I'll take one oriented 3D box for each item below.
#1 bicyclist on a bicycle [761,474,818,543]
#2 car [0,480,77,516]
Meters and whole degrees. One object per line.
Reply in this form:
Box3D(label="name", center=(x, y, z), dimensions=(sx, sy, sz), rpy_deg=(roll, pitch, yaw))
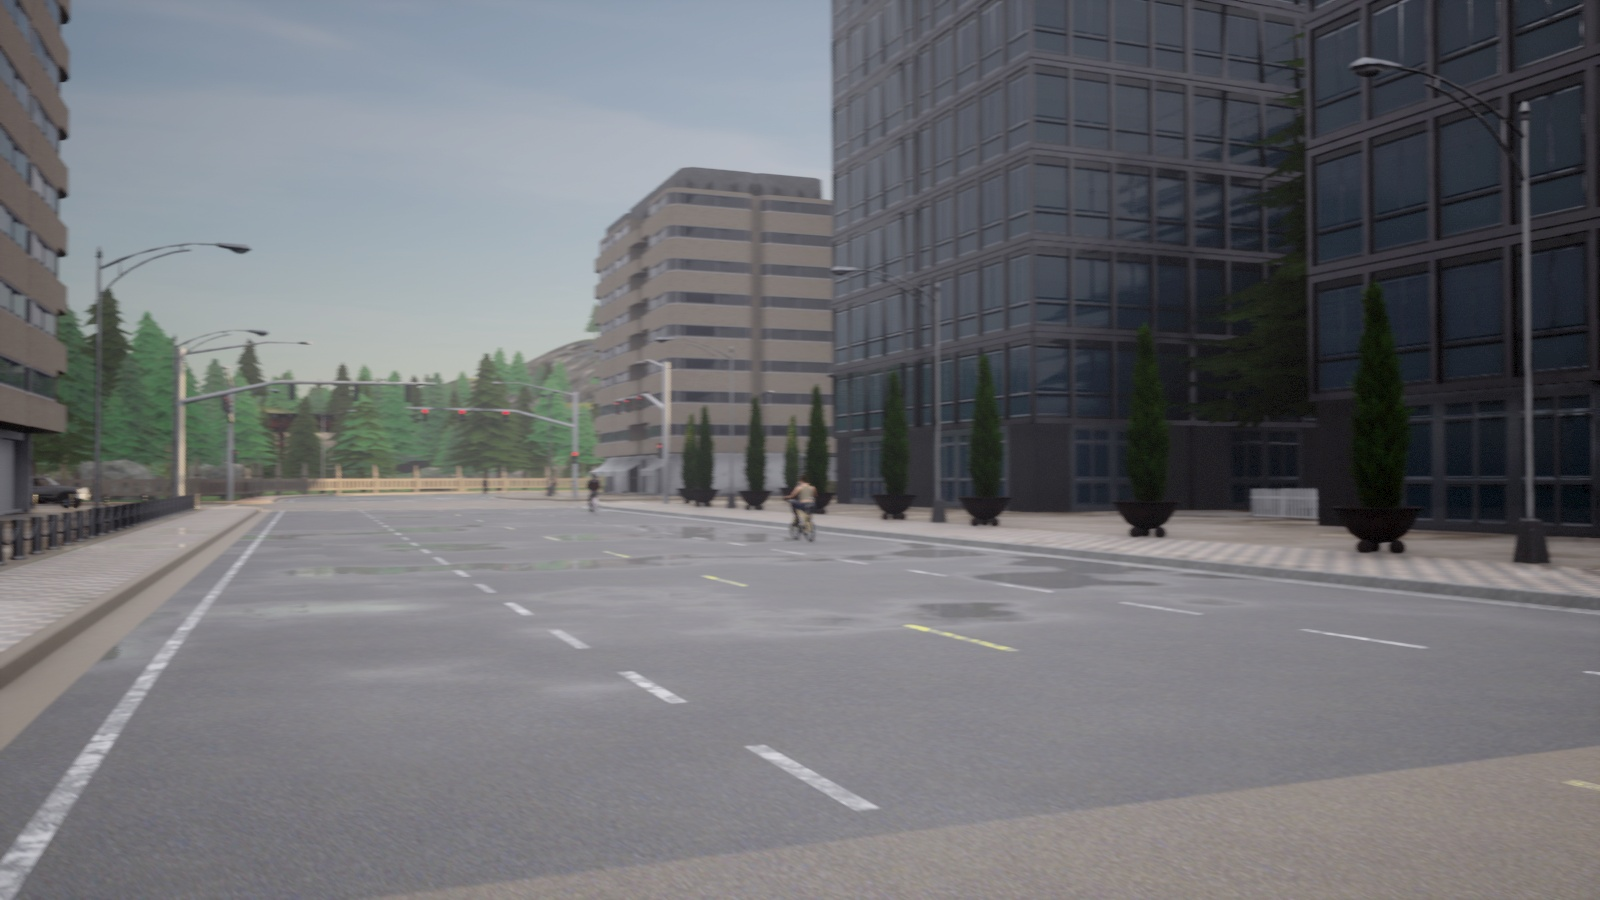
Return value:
Box3D(label="bicyclist on a bicycle", center=(-0.269, 1.404, 30.380), dimensions=(0.866, 1.612, 1.509), rpy_deg=(0, -1, -22))
Box3D(label="car", center=(-41.168, 2.553, 66.629), dimensions=(4.605, 1.855, 1.932), rpy_deg=(0, -1, -22))
